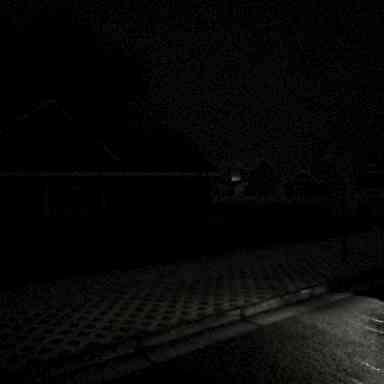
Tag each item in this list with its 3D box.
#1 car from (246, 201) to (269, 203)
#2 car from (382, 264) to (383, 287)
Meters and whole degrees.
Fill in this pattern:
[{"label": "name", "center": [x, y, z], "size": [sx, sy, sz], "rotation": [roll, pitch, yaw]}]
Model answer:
[{"label": "car", "center": [6.394, 1.541, 31.464], "size": [2.033, 1.411, 5.357], "rotation": [-2, 1, -36]}, {"label": "car", "center": [6.207, 1.278, 7.382], "size": [4.553, 1.767, 2.097], "rotation": [-1, 0, -36]}]
